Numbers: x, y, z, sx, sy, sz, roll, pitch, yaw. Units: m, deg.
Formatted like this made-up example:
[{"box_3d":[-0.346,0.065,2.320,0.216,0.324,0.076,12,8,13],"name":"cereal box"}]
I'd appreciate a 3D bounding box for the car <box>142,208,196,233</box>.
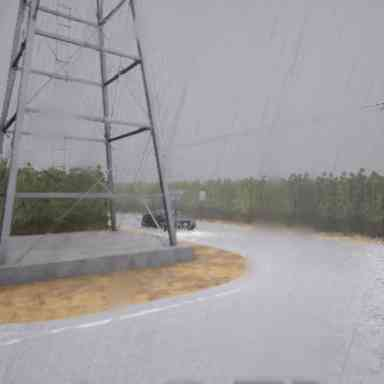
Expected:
[{"box_3d":[-1.558,1.760,21.561,1.994,1.385,4.181,0,0,-36],"name":"car"}]
